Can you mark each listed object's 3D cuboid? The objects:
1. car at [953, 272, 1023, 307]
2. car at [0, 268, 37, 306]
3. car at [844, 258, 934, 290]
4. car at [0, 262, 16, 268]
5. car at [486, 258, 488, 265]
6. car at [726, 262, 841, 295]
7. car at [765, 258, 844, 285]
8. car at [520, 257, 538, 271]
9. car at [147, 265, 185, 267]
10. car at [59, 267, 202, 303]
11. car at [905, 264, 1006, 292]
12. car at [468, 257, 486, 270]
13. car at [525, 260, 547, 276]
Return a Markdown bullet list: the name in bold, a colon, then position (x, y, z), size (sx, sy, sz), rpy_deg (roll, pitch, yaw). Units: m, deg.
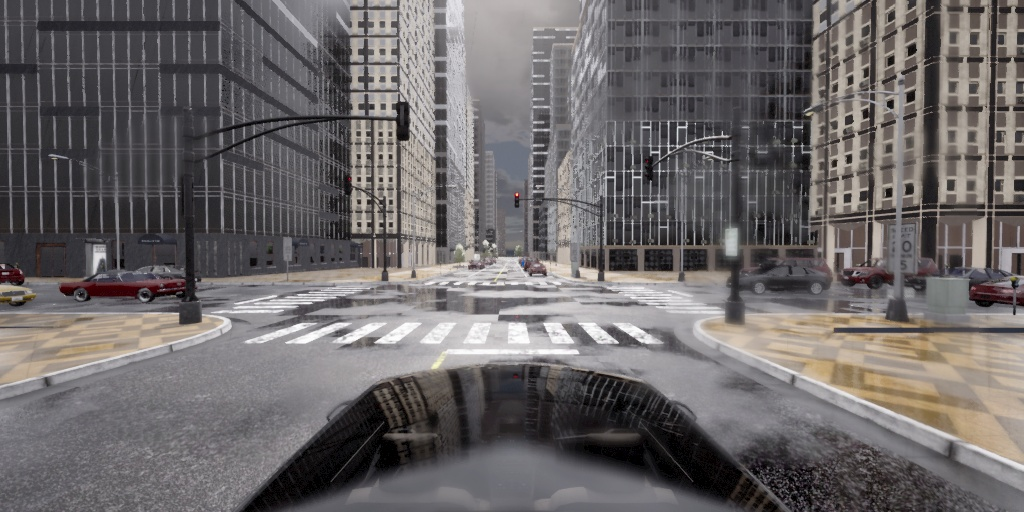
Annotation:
- **car**: position (20.188, 1.417, 13.725), size (4.207, 1.307, 1.802), rpy_deg (0, 0, 0)
- **car**: position (-21.253, 1.301, 13.657), size (4.829, 1.417, 1.751), rpy_deg (0, 0, 0)
- **car**: position (22.906, 1.032, 21.868), size (5.009, 1.841, 2.192), rpy_deg (0, 0, 0)
- **car**: position (-32.552, 1.077, 21.706), size (4.097, 1.591, 1.967), rpy_deg (0, 0, 0)
- **car**: position (-5.279, 1.307, 58.079), size (1.802, 1.307, 4.207), rpy_deg (0, 0, 0)
- **car**: position (14.184, 1.250, 19.235), size (4.892, 1.490, 1.837), rpy_deg (0, 1, 1)
- **car**: position (16.574, 1.024, 21.857), size (5.009, 1.841, 2.192), rpy_deg (0, 0, 0)
- **car**: position (2.582, 1.046, 47.050), size (2.192, 1.841, 5.009), rpy_deg (0, 0, 0)
- **car**: position (-21.436, 1.204, 21.795), size (4.403, 1.370, 2.007), rpy_deg (0, 0, 0)
- **car**: position (-17.178, 1.344, 16.248), size (4.718, 1.301, 1.895), rpy_deg (0, 1, 3)
- **car**: position (24.495, 1.306, 19.267), size (5.357, 1.411, 2.033), rpy_deg (0, 1, 0)
- **car**: position (-5.283, 1.168, 52.554), size (1.967, 1.591, 4.097), rpy_deg (0, 0, 0)
- **car**: position (2.554, 1.319, 36.000), size (1.802, 1.307, 4.207), rpy_deg (0, 0, 0)
